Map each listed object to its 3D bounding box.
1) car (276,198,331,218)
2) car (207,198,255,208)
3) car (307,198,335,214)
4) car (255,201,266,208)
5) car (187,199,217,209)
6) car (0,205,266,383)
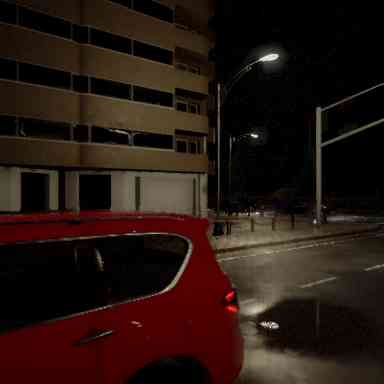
[{"bbox_3d":[9.961,1.581,30.865,1.812,1.442,4.674,0,0,-37],"label":"car"},{"bbox_3d":[4.332,1.603,38.630,2.033,1.411,5.357,0,0,-36],"label":"car"},{"bbox_3d":[12.139,1.407,33.799,2.097,1.767,4.553,0,0,-36],"label":"car"},{"bbox_3d":[6.889,1.560,41.069,1.837,1.490,4.892,0,0,-36],"label":"car"},{"bbox_3d":[1.411,1.656,48.666,1.895,1.301,4.718,0,0,-36],"label":"car"},{"bbox_3d":[-2.091,1.221,2.487,5.566,2.045,2.150,0,0,-36],"label":"car"}]
